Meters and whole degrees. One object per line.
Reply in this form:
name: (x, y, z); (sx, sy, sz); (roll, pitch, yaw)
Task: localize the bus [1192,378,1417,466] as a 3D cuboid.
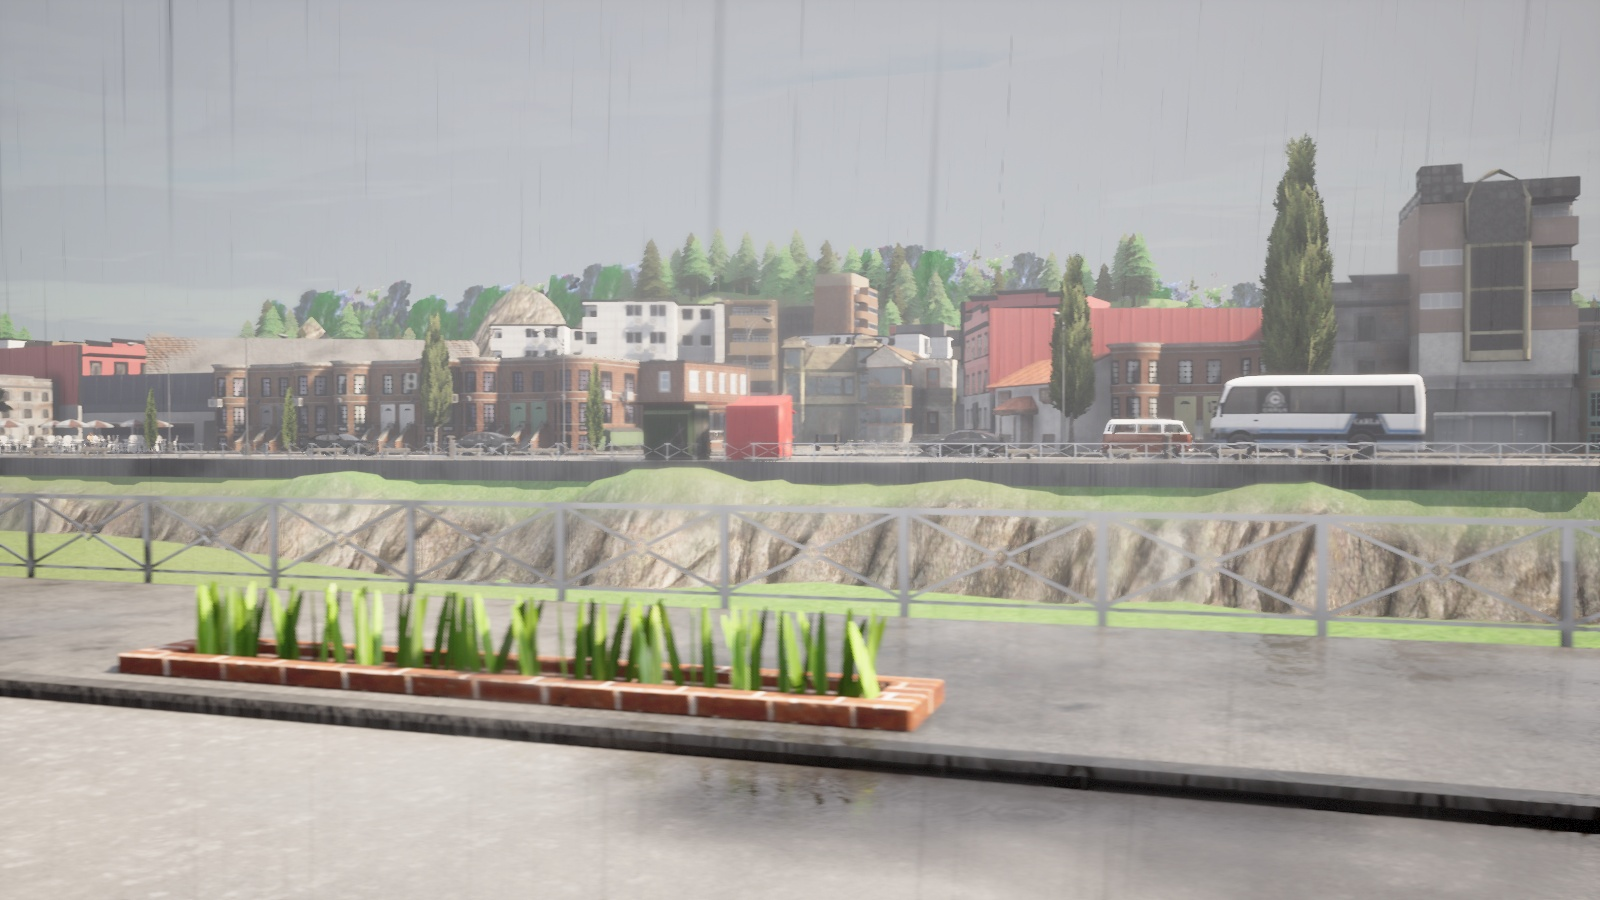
bus: (25.557, -1.480, 64.130); (10.273, 4.253, 3.944); (1, 1, 20)

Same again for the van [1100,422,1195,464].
van: (17.436, -0.393, 62.955); (4.480, 2.038, 2.069); (1, 1, 19)

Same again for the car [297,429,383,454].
car: (-28.746, -0.561, 78.474); (5.008, 1.535, 1.882); (1, 1, 19)

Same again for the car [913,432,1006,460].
car: (8.894, -0.257, 70.037); (4.892, 1.490, 1.837); (1, 1, 19)

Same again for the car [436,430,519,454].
car: (-20.531, -0.526, 79.934); (4.892, 1.490, 1.837); (1, 1, 19)
